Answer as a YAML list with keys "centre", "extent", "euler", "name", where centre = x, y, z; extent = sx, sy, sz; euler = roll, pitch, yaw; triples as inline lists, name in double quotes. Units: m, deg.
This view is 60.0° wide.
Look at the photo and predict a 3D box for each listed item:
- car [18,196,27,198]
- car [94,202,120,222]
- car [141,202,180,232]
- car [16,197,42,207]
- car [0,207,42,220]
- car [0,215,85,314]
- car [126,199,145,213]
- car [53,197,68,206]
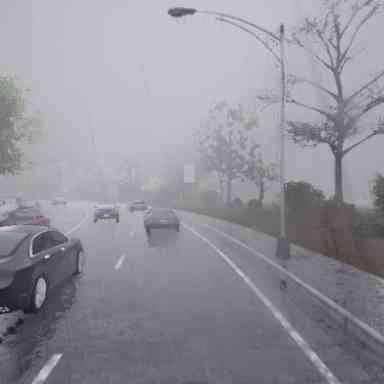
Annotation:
- centre: [-34.678, 1.539, 68.233]
  extent: [2.128, 1.511, 4.902]
  euler: [0, 0, -37]
  name: "car"
- centre: [-6.715, 1.546, 26.329]
  extent: [1.812, 1.442, 4.674]
  euler: [0, 0, -13]
  name: "car"
- centre: [-1.926, 1.573, 20.350]
  extent: [1.994, 1.385, 4.181]
  euler: [0, 0, -10]
  name: "car"
- centre: [-16.051, 1.560, 32.997]
  extent: [1.812, 1.442, 4.674]
  euler: [0, 0, -18]
  name: "car"
- centre: [-8.521, 1.625, 16.422]
  extent: [1.895, 1.301, 4.718]
  euler: [0, 0, -9]
  name: "car"
- centre: [-3.832, 1.518, 7.536]
  extent: [1.837, 1.490, 4.892]
  euler: [0, 0, -4]
  name: "car"
- centre: [-6.224, 1.514, 37.314]
  extent: [2.128, 1.511, 4.902]
  euler: [0, 0, -18]
  name: "car"
- centre: [-22.092, 1.569, 55.669]
  extent: [1.812, 1.442, 4.674]
  euler: [0, 0, -29]
  name: "car"
